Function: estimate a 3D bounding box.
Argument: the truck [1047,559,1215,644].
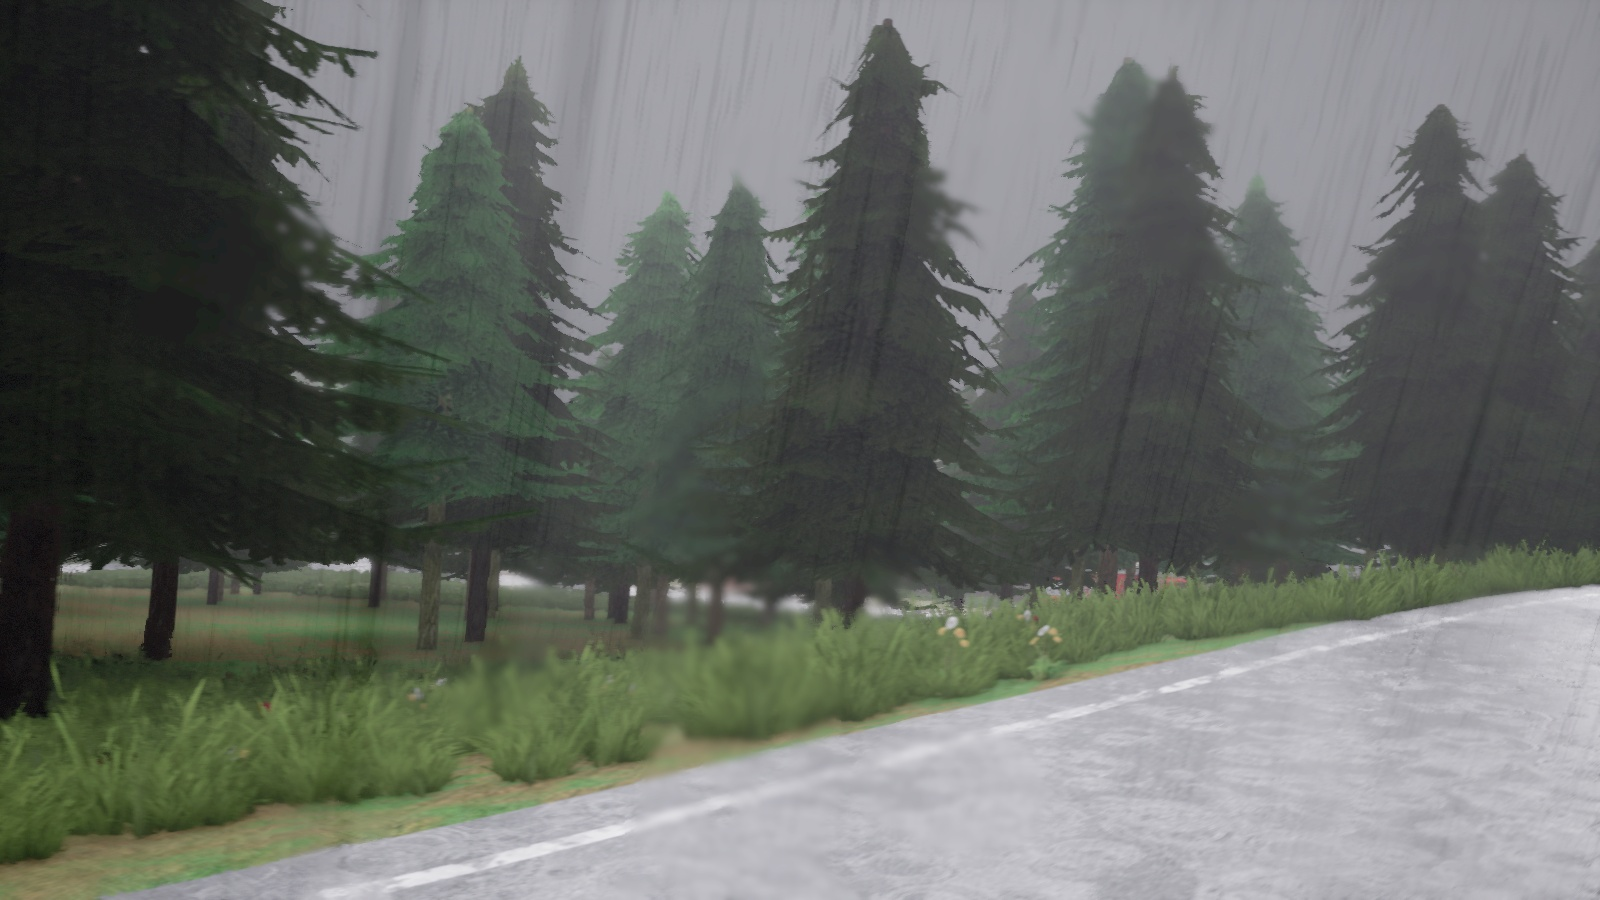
[{"bbox_3d":[17.943,8.125,68.063,8.468,3.827,2.891,2,-3,19],"label":"truck"}]

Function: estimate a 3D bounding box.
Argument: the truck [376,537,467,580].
[{"bbox_3d":[-25.096,7.162,83.227,5.204,2.467,2.627,2,-3,24],"label":"truck"}]
